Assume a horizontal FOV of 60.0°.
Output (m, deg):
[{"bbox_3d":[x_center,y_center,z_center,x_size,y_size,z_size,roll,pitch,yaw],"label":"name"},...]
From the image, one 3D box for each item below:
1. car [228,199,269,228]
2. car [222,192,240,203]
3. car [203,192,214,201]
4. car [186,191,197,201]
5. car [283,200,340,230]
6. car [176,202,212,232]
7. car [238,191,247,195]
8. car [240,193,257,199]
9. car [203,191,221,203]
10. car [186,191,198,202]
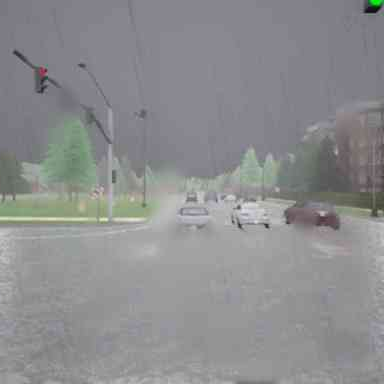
[{"bbox_3d":[3.575,1.412,20.859,1.812,1.442,4.674,0,0,0],"label":"car"},{"bbox_3d":[6.960,1.199,60.096,1.812,1.442,4.674,0,0,0],"label":"car"},{"bbox_3d":[3.452,0.895,70.063,2.097,1.767,4.553,0,0,0],"label":"car"},{"bbox_3d":[-0.048,0.765,70.120,2.150,2.045,5.566,0,0,0],"label":"car"},{"bbox_3d":[7.088,1.242,20.174,2.097,1.767,4.553,0,0,0],"label":"car"},{"bbox_3d":[0.089,1.496,19.113,1.895,1.301,4.718,0,0,0],"label":"car"},{"bbox_3d":[10.452,0.765,70.127,2.150,2.045,5.566,0,0,0],"label":"car"},{"bbox_3d":[10.460,1.274,60.129,1.895,1.301,4.718,0,0,0],"label":"car"},{"bbox_3d":[3.460,0.897,59.705,2.150,2.045,5.566,0,0,0],"label":"car"},{"bbox_3d":[-0.040,1.153,59.674,1.882,1.535,5.008,0,0,0],"label":"car"}]
